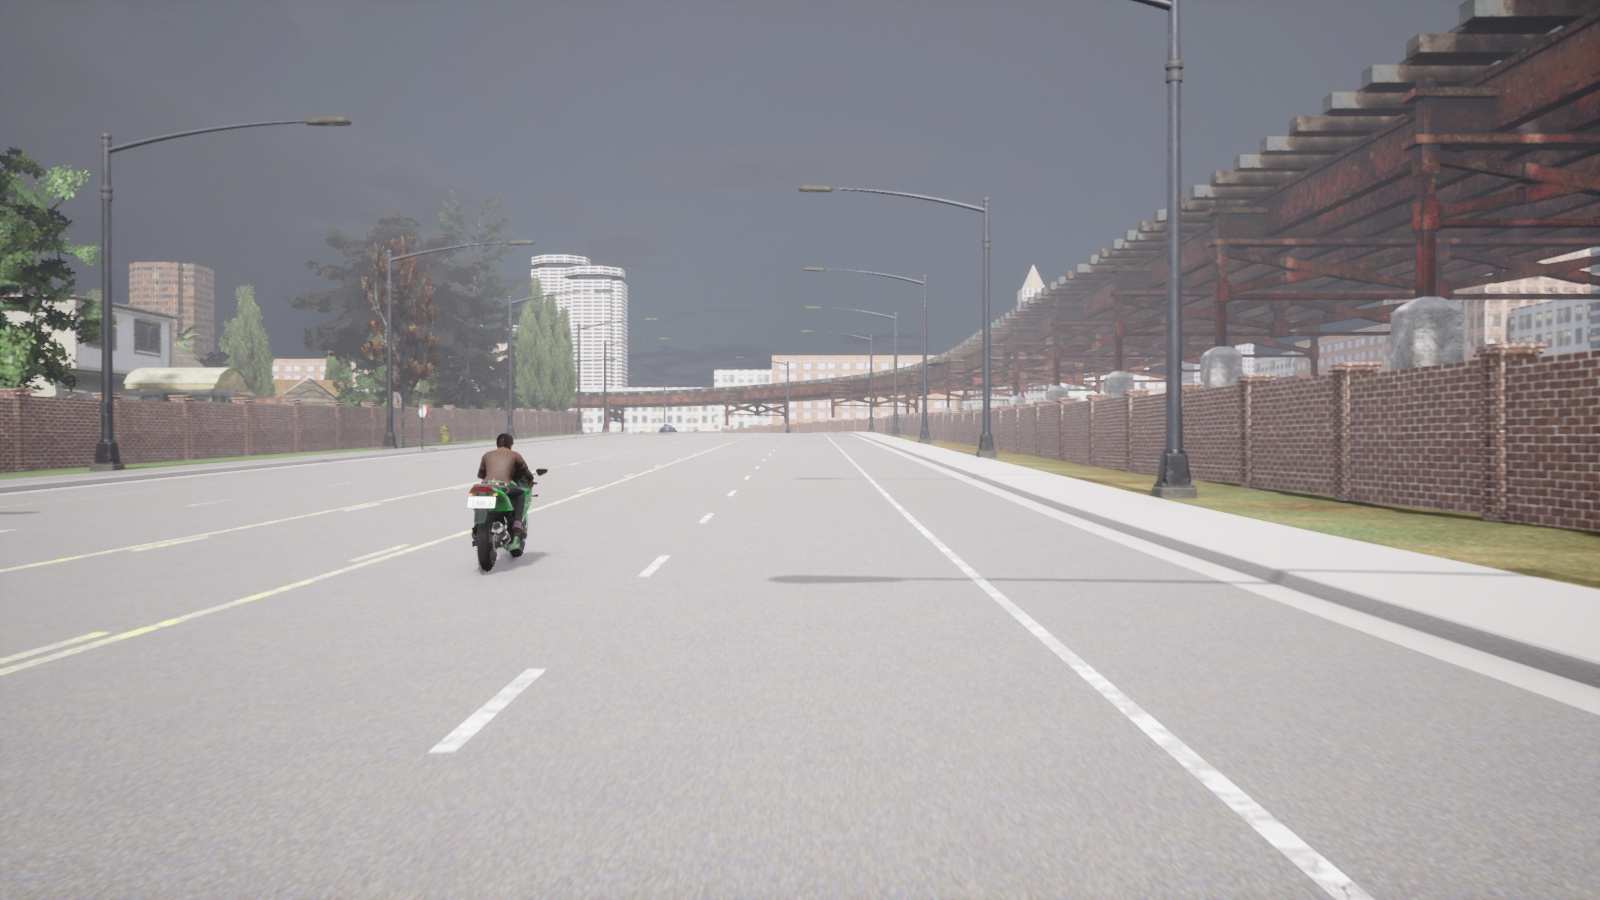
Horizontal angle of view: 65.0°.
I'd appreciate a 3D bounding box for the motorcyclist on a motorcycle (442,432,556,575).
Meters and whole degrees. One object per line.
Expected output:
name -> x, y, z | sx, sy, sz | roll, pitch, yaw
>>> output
motorcyclist on a motorcycle -> -3.400, 0.557, 14.384 | 0.797, 1.523, 2.044 | 0, 1, 0
